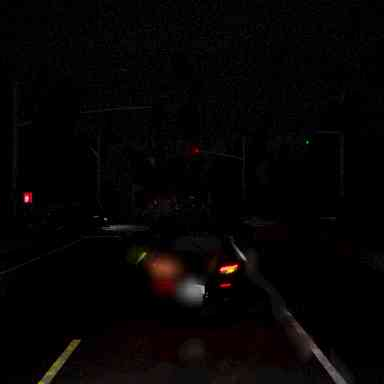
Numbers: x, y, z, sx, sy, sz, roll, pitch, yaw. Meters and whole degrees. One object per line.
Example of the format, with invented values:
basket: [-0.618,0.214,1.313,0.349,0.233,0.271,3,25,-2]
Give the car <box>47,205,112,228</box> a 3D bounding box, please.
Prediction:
car: [-7.408,1.575,21.938,4.181,1.385,1.994,0,0,18]

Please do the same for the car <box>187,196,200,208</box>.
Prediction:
car: [0.194,1.601,47.601,1.895,1.301,4.718,0,0,0]

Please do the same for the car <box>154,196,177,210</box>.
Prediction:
car: [-3.527,1.352,42.348,2.097,1.767,4.553,0,0,2]

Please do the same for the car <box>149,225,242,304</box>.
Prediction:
car: [0.085,1.526,8.048,1.812,1.442,4.674,0,0,0]

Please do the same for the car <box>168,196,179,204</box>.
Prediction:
car: [-3.469,1.526,62.259,1.812,1.442,4.674,0,0,1]

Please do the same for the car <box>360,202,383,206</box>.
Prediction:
car: [15.583,1.528,28.601,5.357,1.411,2.033,0,0,-6]

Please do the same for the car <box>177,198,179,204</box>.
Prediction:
car: [-3.513,1.526,52.181,1.812,1.442,4.674,0,0,0]
